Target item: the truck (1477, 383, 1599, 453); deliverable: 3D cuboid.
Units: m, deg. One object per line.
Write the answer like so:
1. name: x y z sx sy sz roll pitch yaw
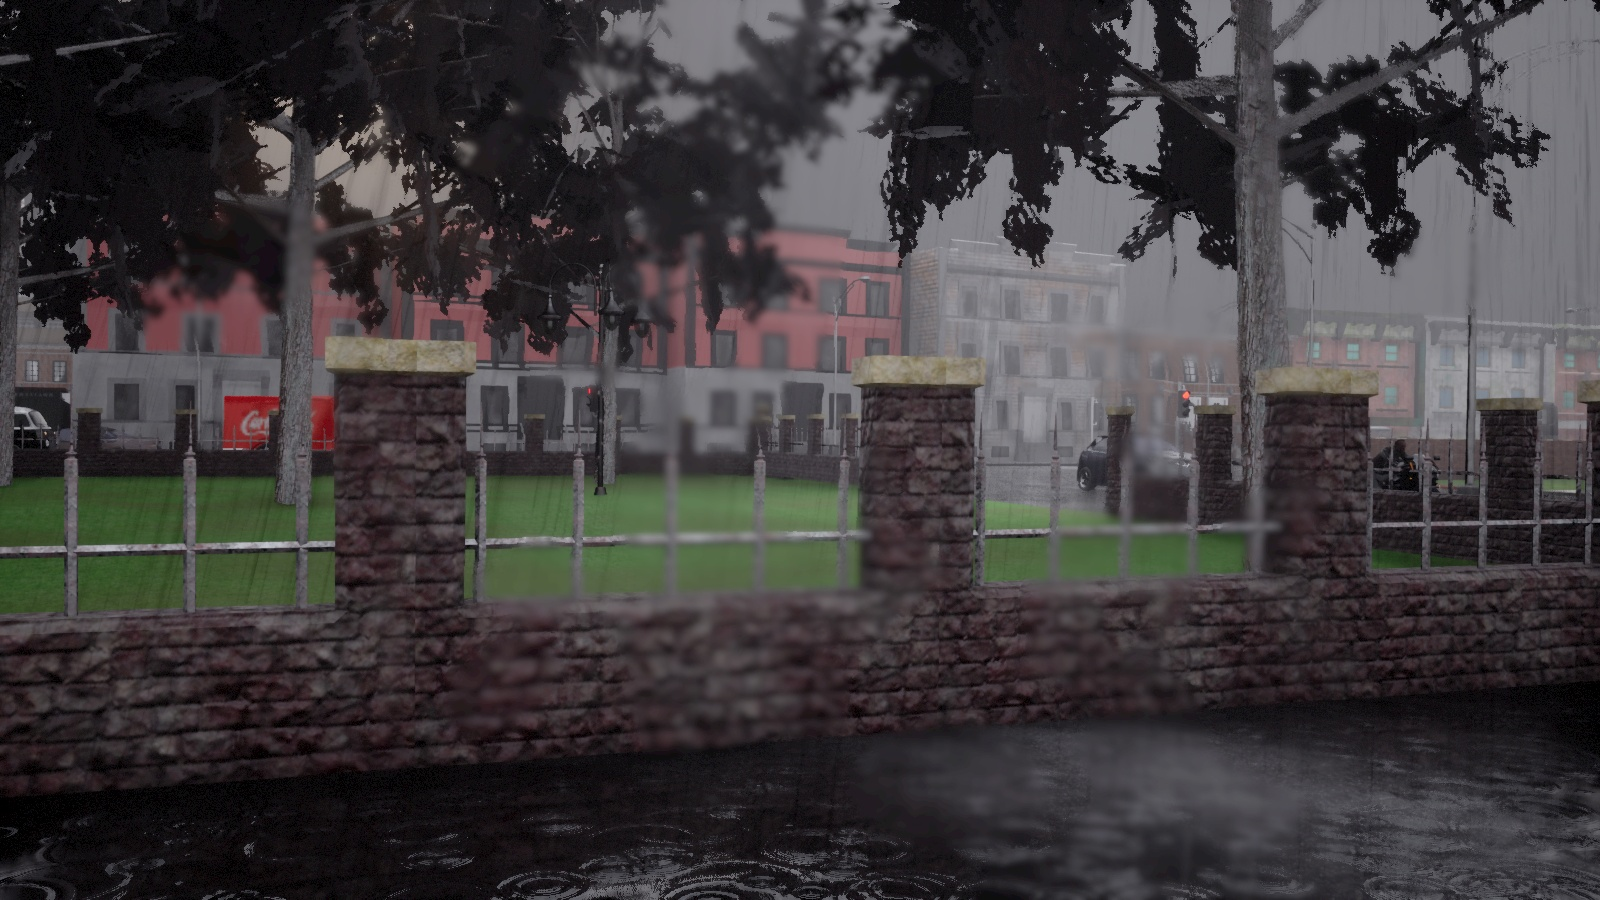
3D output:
1. truck: 39.333 -1.667 65.019 7.936 3.462 2.891 -1 1 -19

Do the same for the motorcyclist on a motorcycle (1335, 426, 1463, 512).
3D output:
1. motorcyclist on a motorcycle: 11.227 0.327 23.635 0.866 1.530 2.191 -1 1 -21

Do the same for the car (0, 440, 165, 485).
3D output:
1. car: -24.879 0.415 43.015 5.357 1.411 2.033 -1 1 -19

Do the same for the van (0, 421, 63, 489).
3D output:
1. van: -25.457 0.169 38.585 4.480 2.038 2.069 -1 1 -19

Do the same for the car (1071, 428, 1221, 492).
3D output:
1. car: 8.567 0.208 31.409 1.845 1.501 3.633 -1 1 -20

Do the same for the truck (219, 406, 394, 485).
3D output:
1. truck: -16.271 -0.192 41.748 5.204 2.467 2.627 -1 1 -18

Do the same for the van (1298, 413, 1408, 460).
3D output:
1. van: 24.546 -0.621 55.752 4.442 1.987 1.775 -1 1 -19
